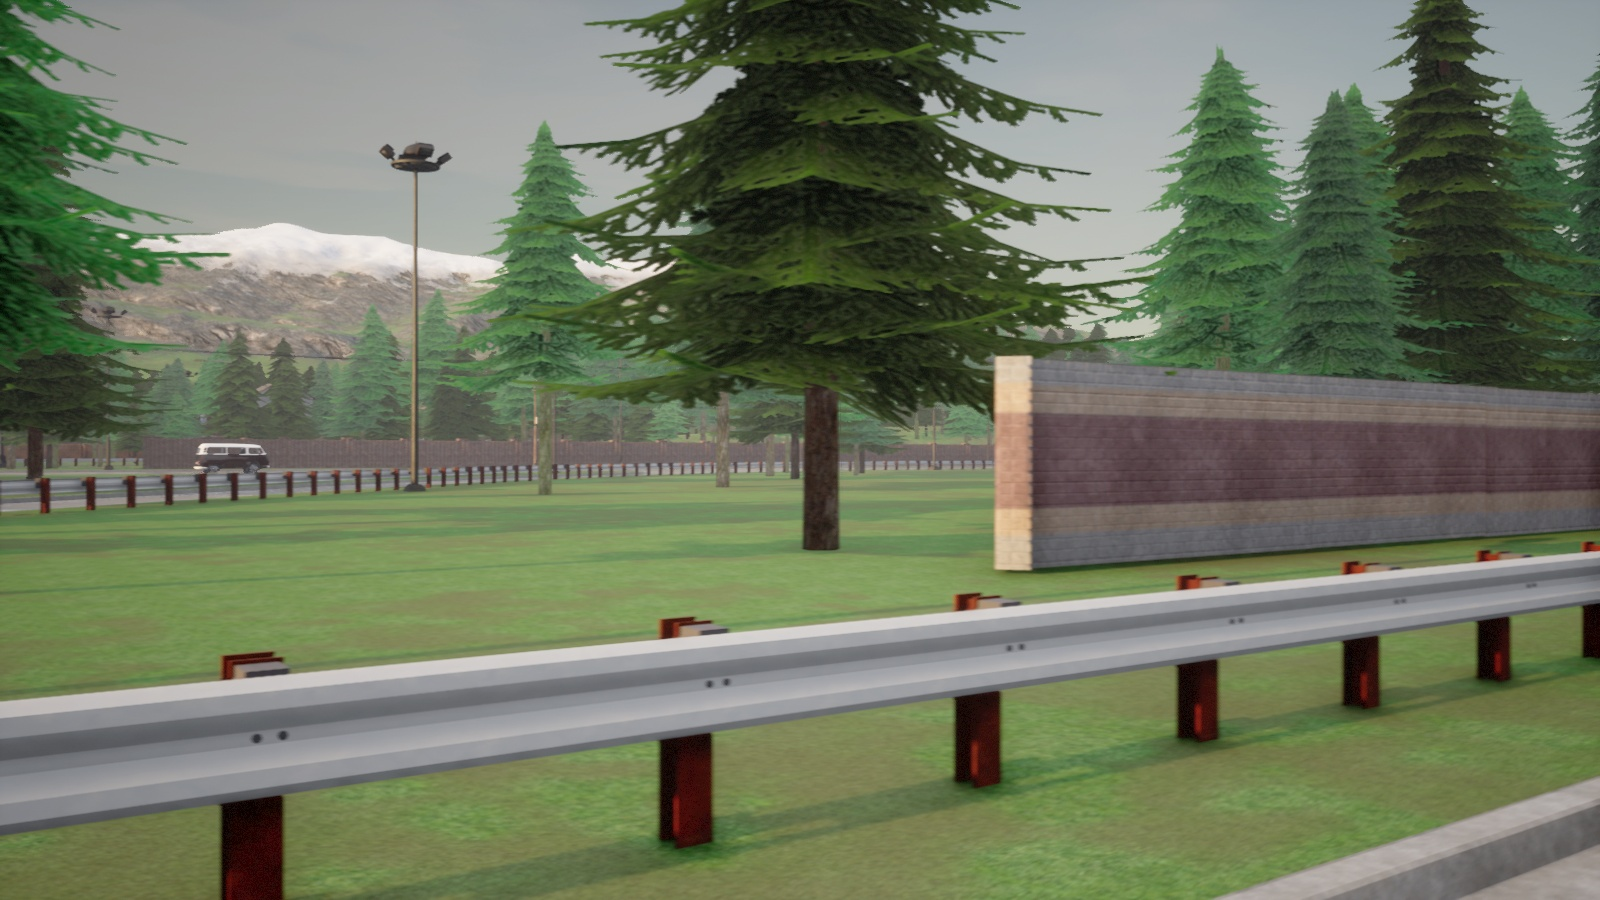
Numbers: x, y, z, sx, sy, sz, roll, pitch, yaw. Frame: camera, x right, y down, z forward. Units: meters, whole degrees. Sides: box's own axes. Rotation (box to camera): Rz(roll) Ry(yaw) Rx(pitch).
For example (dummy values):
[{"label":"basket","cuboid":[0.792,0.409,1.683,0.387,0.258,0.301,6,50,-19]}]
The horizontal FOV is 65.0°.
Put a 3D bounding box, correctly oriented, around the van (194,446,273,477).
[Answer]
[{"label":"van","cuboid":[-37.630,0.752,83.437,4.480,2.038,2.069,0,0,-35]}]
